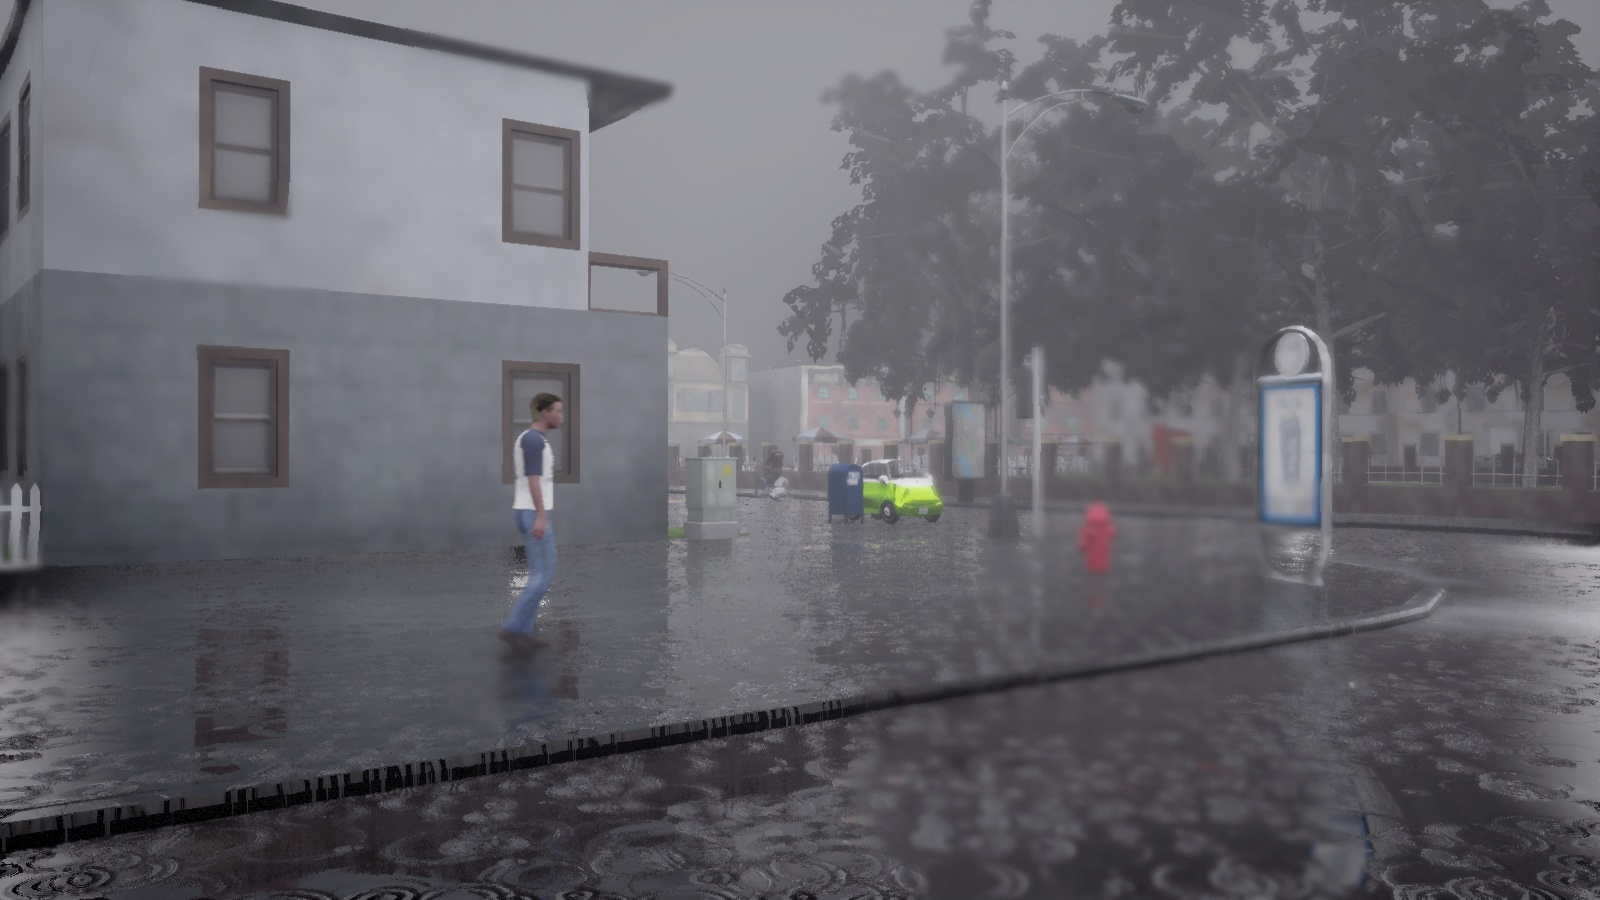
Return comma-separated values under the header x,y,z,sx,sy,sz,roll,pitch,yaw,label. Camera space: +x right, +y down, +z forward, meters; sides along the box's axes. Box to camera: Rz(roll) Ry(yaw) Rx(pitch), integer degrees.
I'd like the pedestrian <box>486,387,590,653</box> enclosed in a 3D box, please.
x,y,z,sx,sy,sz,roll,pitch,yaw,label
-1.863,0.480,8.923,0.706,1.836,0.354,0,0,-13,pedestrian

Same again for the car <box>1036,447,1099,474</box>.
x,y,z,sx,sy,sz,roll,pitch,yaw,label
18.584,0.716,87.283,3.866,1.878,1.905,0,0,41,car

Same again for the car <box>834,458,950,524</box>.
x,y,z,sx,sy,sz,roll,pitch,yaw,label
2.006,0.864,27.660,1.481,1.376,2.207,0,0,-37,car

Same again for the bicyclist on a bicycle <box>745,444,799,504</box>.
x,y,z,sx,sy,sz,roll,pitch,yaw,label
-0.863,0.711,38.150,0.659,1.776,1.843,0,0,-37,bicyclist on a bicycle

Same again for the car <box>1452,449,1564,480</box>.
x,y,z,sx,sy,sz,roll,pitch,yaw,label
38.306,0.760,68.016,2.033,1.649,4.856,0,0,-37,car
